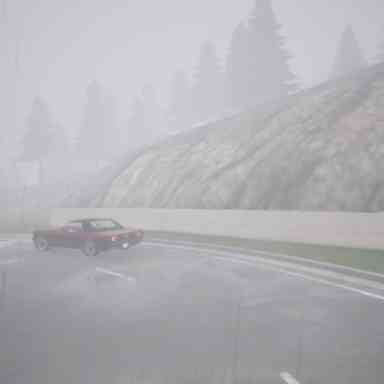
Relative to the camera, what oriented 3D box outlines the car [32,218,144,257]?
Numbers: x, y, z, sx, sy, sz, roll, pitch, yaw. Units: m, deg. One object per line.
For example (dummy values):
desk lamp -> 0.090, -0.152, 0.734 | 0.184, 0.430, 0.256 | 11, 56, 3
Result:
car -> -4.279, 1.702, 13.261 | 4.718, 1.301, 1.895 | -2, 0, 33
